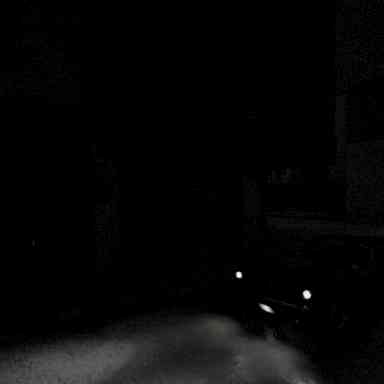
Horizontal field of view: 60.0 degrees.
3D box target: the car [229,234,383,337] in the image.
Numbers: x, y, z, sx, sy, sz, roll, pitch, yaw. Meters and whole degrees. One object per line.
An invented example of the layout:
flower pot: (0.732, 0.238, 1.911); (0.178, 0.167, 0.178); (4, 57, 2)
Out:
car: (3.024, 1.601, 6.755); (4.718, 1.301, 1.895); (0, 0, -35)
